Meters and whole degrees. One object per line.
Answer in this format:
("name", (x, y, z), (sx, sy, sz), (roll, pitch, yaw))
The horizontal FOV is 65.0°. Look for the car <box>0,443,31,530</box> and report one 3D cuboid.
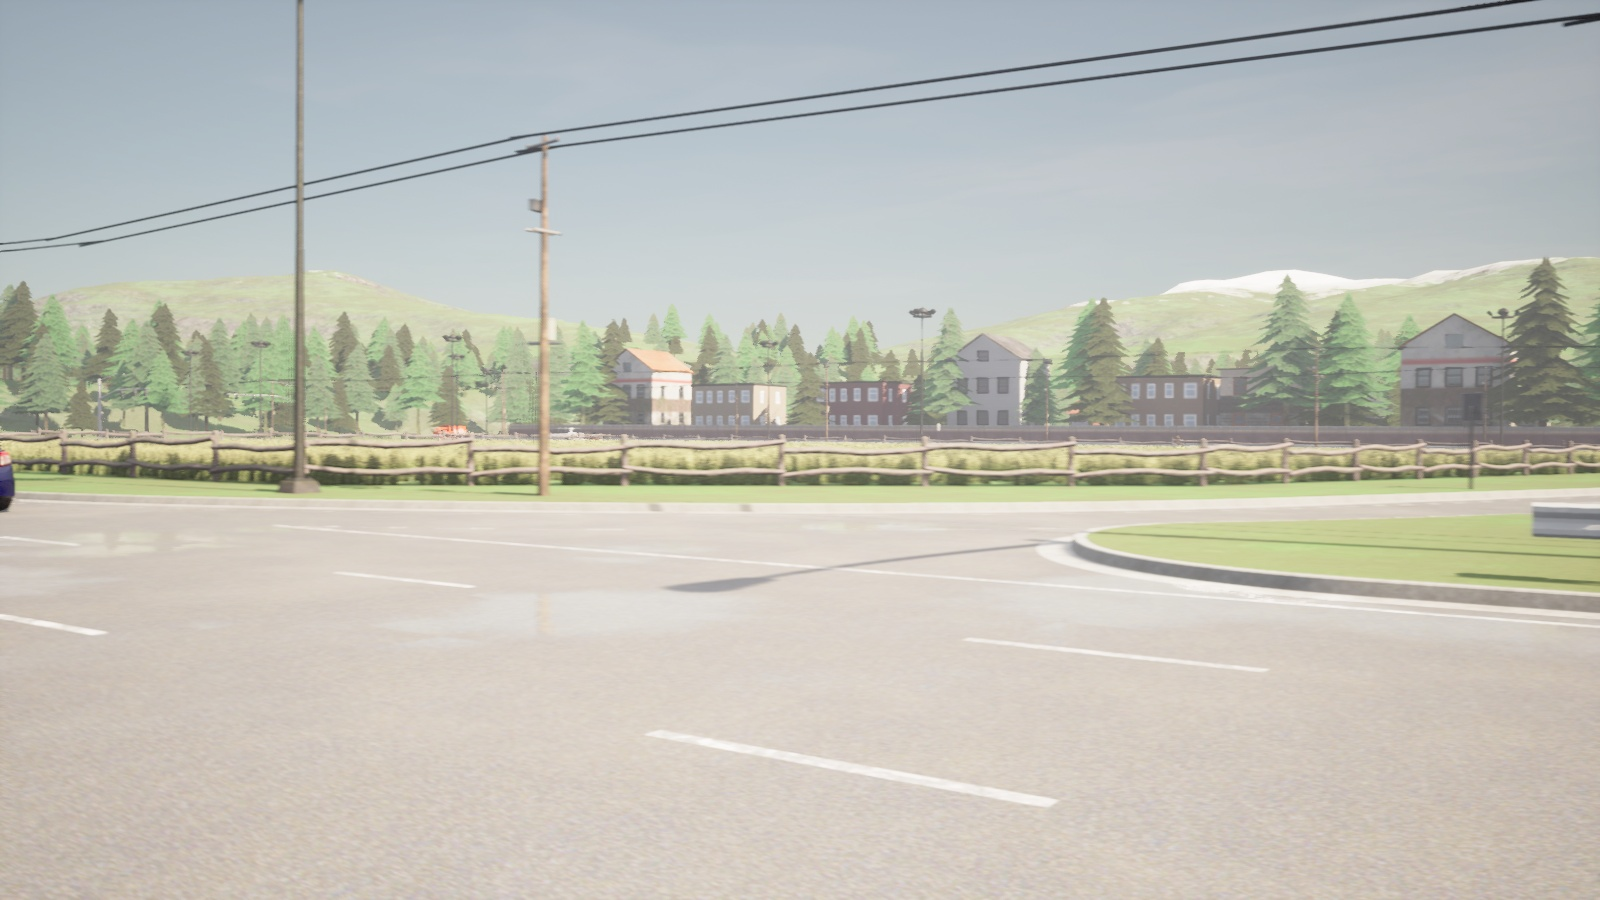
("car", (-15.610, 0.647, 22.401), (3.633, 1.501, 1.845), (0, 1, 34))
